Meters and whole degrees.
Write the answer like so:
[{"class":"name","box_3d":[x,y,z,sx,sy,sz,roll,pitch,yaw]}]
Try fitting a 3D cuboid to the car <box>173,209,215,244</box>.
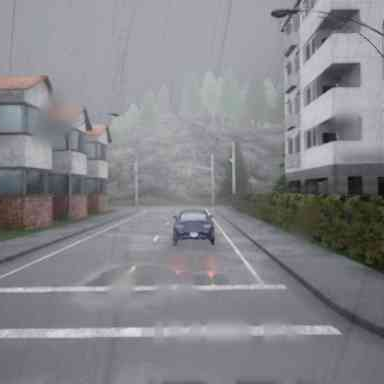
[{"class":"car","box_3d":[0.069,1.548,15.788,1.812,1.442,4.674,-1,0,0]}]
